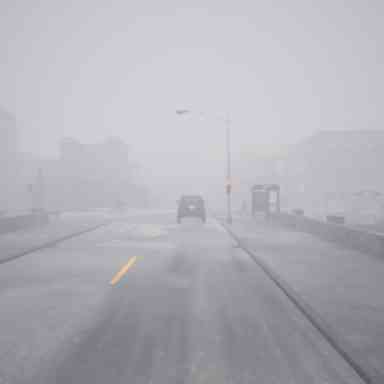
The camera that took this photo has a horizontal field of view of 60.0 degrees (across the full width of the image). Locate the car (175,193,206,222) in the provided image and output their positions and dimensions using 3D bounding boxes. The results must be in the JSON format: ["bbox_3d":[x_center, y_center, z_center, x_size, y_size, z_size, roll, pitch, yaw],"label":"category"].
[{"bbox_3d":[-0.140,1.260,26.663,2.150,2.045,5.566,0,0,-3],"label":"car"}]

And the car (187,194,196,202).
[{"bbox_3d":[-0.031,1.460,81.583,2.097,1.767,4.553,0,0,0],"label":"car"}]

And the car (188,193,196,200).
[{"bbox_3d":[-0.035,1.183,91.647,2.150,2.045,5.566,0,0,0],"label":"car"}]
